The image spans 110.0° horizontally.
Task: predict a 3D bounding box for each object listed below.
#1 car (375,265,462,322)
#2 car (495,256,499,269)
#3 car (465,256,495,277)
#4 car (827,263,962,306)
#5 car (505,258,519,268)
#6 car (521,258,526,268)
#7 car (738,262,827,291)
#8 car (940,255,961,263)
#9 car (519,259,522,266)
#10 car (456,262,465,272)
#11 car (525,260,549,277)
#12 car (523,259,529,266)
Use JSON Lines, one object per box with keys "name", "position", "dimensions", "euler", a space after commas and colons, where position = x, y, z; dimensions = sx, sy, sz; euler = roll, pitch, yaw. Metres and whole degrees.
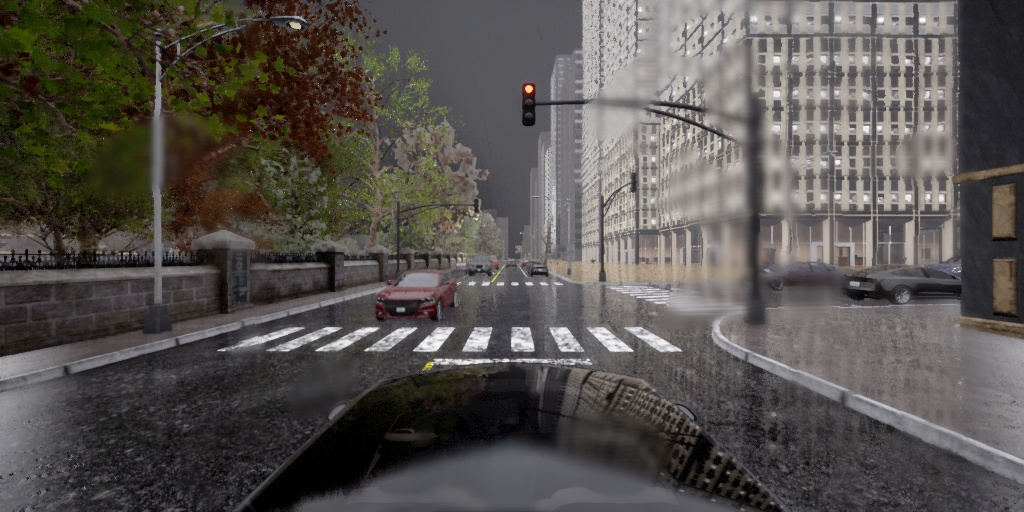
{"name": "car", "position": [-3.119, 1.230, 12.538], "dimensions": [1.882, 1.535, 5.008], "euler": [0, 0, 0]}
{"name": "car", "position": [-3.184, 1.004, 56.226], "dimensions": [2.150, 2.045, 5.566], "euler": [0, 0, 1]}
{"name": "car", "position": [-3.176, 0.984, 36.894], "dimensions": [2.150, 2.045, 5.566], "euler": [0, 0, -1]}
{"name": "car", "position": [14.663, 1.026, 13.160], "dimensions": [4.313, 1.339, 1.948], "euler": [0, 0, 0]}
{"name": "car", "position": [-0.116, 1.294, 62.551], "dimensions": [1.837, 1.490, 4.892], "euler": [0, 0, 0]}
{"name": "car", "position": [2.604, 1.338, 46.985], "dimensions": [1.948, 1.339, 4.313], "euler": [0, 0, 0]}
{"name": "car", "position": [15.107, 1.025, 18.958], "dimensions": [5.357, 1.411, 2.033], "euler": [-1, 0, 0]}
{"name": "car", "position": [24.505, 0.669, 19.025], "dimensions": [4.553, 1.767, 2.097], "euler": [-1, 0, 0]}
{"name": "car", "position": [2.573, 1.336, 63.883], "dimensions": [1.888, 1.381, 4.507], "euler": [0, 0, 0]}
{"name": "car", "position": [-5.766, 1.350, 41.337], "dimensions": [1.802, 1.307, 4.207], "euler": [0, 0, 0]}
{"name": "car", "position": [2.625, 1.330, 35.720], "dimensions": [1.948, 1.339, 4.313], "euler": [0, 0, 0]}
{"name": "car", "position": [2.615, 1.334, 41.353], "dimensions": [1.948, 1.339, 4.313], "euler": [0, 0, 0]}
